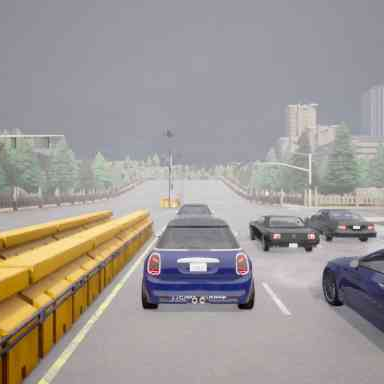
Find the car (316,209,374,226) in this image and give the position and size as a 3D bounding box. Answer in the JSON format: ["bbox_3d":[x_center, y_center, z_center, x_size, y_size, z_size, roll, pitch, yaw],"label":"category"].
[{"bbox_3d":[7.108,1.547,16.559,2.033,1.411,5.357,0,0,4],"label":"car"}]

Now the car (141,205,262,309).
[{"bbox_3d":[0.115,1.352,8.013,2.097,1.767,4.553,0,0,0],"label":"car"}]

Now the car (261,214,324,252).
[{"bbox_3d":[3.624,1.601,13.984,1.895,1.301,4.718,0,0,1],"label":"car"}]

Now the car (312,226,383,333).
[{"bbox_3d":[3.613,1.526,5.044,1.812,1.442,4.674,0,0,0],"label":"car"}]

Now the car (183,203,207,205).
[{"bbox_3d":[0.133,1.352,16.949,2.097,1.767,4.553,0,0,0],"label":"car"}]
